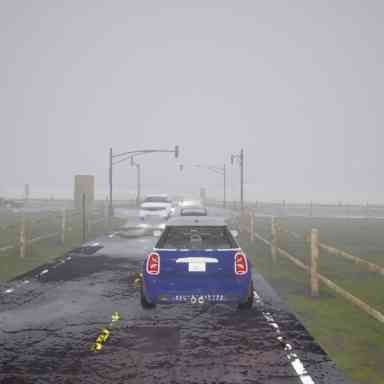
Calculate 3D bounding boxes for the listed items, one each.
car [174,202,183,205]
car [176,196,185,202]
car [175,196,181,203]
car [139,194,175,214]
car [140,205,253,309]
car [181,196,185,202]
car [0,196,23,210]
[{"bbox_3d":[0.080,1.507,17.196,1.837,1.490,4.892,0,0,0],"label":"car"},{"bbox_3d":[-2.758,1.577,78.808,1.994,1.385,4.181,0,0,0],"label":"car"},{"bbox_3d":[-3.350,1.612,51.119,1.895,1.301,4.718,0,0,7],"label":"car"},{"bbox_3d":[-2.874,1.228,27.213,2.150,2.045,5.566,0,0,0],"label":"car"},{"bbox_3d":[0.090,1.353,8.030,2.097,1.767,4.553,0,0,0],"label":"car"},{"bbox_3d":[-2.791,1.545,68.703,1.812,1.442,4.674,0,0,0],"label":"car"},{"bbox_3d":[-21.078,1.112,36.297,5.008,1.535,1.882,1,0,0],"label":"car"}]
